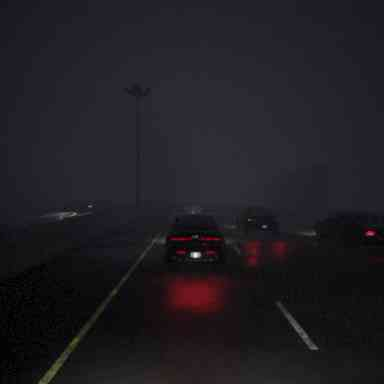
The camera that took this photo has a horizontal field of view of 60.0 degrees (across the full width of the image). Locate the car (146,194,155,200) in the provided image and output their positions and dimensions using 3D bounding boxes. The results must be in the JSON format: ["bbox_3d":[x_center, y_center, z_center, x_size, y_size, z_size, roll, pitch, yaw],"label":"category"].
[{"bbox_3d":[-9.966,1.365,81.109,1.837,1.490,4.892,0,0,1],"label":"car"}]

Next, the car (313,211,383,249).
[{"bbox_3d":[7.103,1.558,14.572,2.033,1.411,5.357,0,0,0],"label":"car"}]

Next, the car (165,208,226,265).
[{"bbox_3d":[0.103,1.513,11.740,1.837,1.490,4.892,0,0,0],"label":"car"}]

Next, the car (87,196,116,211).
[{"bbox_3d":[-10.582,1.519,40.380,2.128,1.511,4.902,0,0,0],"label":"car"}]

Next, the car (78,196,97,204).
[{"bbox_3d":[-20.823,1.585,66.398,2.033,1.411,5.357,0,0,1],"label":"car"}]

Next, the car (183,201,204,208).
[{"bbox_3d":[0.105,1.548,31.095,1.812,1.442,4.674,0,0,0],"label":"car"}]

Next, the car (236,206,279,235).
[{"bbox_3d":[3.615,1.539,18.788,1.812,1.442,4.674,0,0,0],"label":"car"}]

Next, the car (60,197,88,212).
[{"bbox_3d":[-14.083,1.629,40.053,1.895,1.301,4.718,0,0,0],"label":"car"}]
